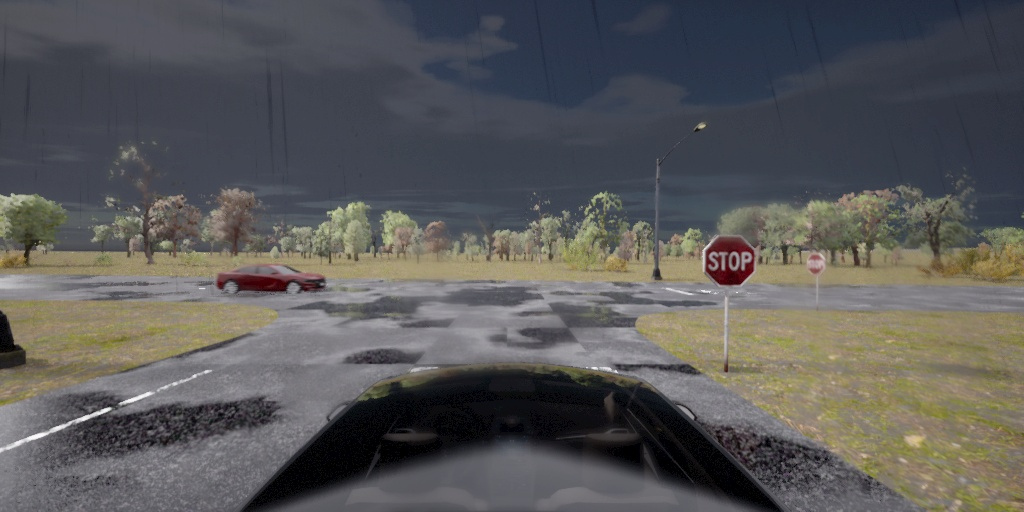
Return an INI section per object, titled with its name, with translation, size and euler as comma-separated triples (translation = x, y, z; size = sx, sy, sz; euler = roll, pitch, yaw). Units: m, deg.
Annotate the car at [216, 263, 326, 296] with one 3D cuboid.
[car]
translation = -12.196, 1.146, 18.324
size = 5.008, 1.535, 1.882
euler = 1, 1, 0
